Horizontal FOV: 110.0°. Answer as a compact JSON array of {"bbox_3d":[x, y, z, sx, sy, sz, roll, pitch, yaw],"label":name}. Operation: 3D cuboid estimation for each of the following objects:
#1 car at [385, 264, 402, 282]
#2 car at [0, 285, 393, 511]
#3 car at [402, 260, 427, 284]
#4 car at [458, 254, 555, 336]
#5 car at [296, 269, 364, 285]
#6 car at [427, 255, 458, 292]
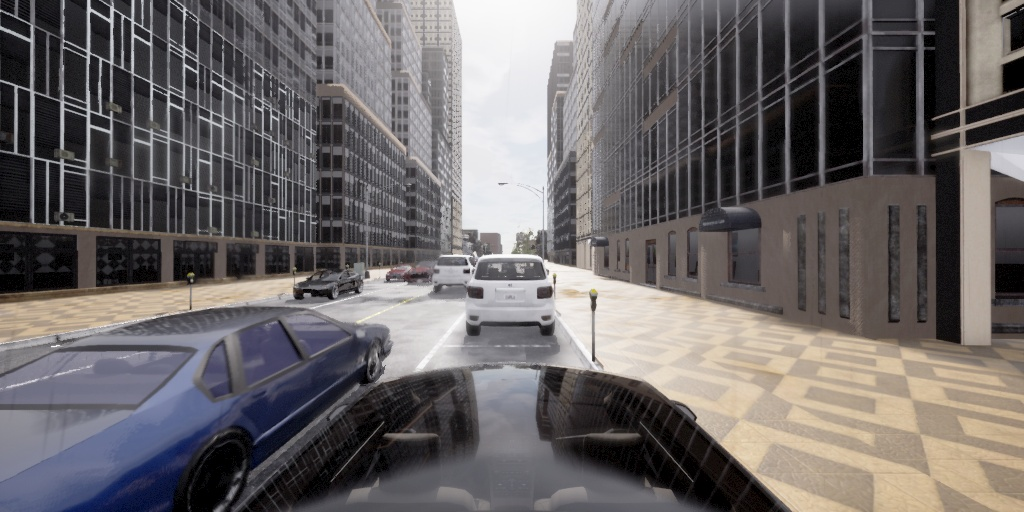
[{"bbox_3d":[-8.835,1.325,29.033,1.802,1.307,4.207,0,0,0],"label":"car"},{"bbox_3d":[-3.048,1.297,3.983,2.033,1.411,5.357,0,0,0],"label":"car"},{"bbox_3d":[-6.244,1.096,26.490,2.097,1.767,4.553,0,0,0],"label":"car"},{"bbox_3d":[-0.039,0.977,10.529,2.150,2.045,5.566,0,0,0],"label":"car"},{"bbox_3d":[-8.836,1.313,17.650,1.948,1.339,4.313,0,0,0],"label":"car"},{"bbox_3d":[-3.143,0.968,21.183,2.150,2.045,5.566,0,0,0],"label":"car"}]
